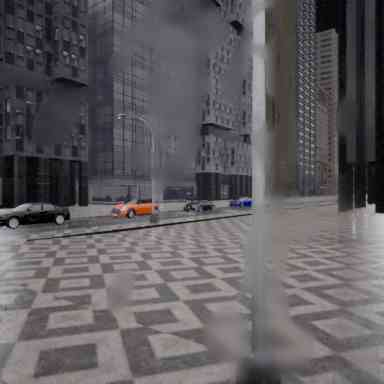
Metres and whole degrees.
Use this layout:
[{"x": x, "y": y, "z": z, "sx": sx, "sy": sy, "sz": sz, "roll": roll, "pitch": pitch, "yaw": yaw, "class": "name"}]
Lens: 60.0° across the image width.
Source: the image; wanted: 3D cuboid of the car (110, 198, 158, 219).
[{"x": -5.036, "y": 1.320, "z": 29.393, "sx": 2.097, "sy": 1.767, "sz": 4.553, "roll": 0, "pitch": 0, "yaw": 36, "class": "car"}]

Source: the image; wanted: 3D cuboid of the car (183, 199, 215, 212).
[{"x": 0.864, "y": 1.519, "z": 37.453, "sx": 1.994, "sy": 1.385, "sz": 4.181, "roll": 0, "pitch": 0, "yaw": 36, "class": "car"}]

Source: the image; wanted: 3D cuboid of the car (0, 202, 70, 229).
[{"x": -10.527, "y": 1.458, "z": 21.890, "sx": 1.882, "sy": 1.535, "sz": 5.008, "roll": 0, "pitch": 0, "yaw": 36, "class": "car"}]

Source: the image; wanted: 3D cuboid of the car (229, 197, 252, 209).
[{"x": 6.918, "y": 1.420, "z": 45.647, "sx": 1.882, "sy": 1.535, "sz": 5.008, "roll": 0, "pitch": 0, "yaw": 38, "class": "car"}]
